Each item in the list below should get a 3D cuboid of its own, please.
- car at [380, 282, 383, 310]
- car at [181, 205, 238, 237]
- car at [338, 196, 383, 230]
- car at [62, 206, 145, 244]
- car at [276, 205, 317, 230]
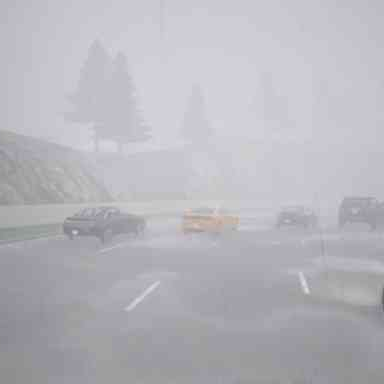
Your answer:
[{"bbox_3d":[4.076,1.562,3.990,1.812,1.442,4.674,0,0,6],"label":"car"},{"bbox_3d":[1.120,1.466,18.284,1.882,1.535,5.008,0,0,24],"label":"car"},{"bbox_3d":[11.499,1.310,22.494,2.150,2.045,5.566,0,0,36],"label":"car"},{"bbox_3d":[-3.937,1.432,15.743,2.128,1.511,4.902,0,0,19],"label":"car"},{"bbox_3d":[6.849,1.568,21.656,1.812,1.442,4.674,0,0,31],"label":"car"}]
